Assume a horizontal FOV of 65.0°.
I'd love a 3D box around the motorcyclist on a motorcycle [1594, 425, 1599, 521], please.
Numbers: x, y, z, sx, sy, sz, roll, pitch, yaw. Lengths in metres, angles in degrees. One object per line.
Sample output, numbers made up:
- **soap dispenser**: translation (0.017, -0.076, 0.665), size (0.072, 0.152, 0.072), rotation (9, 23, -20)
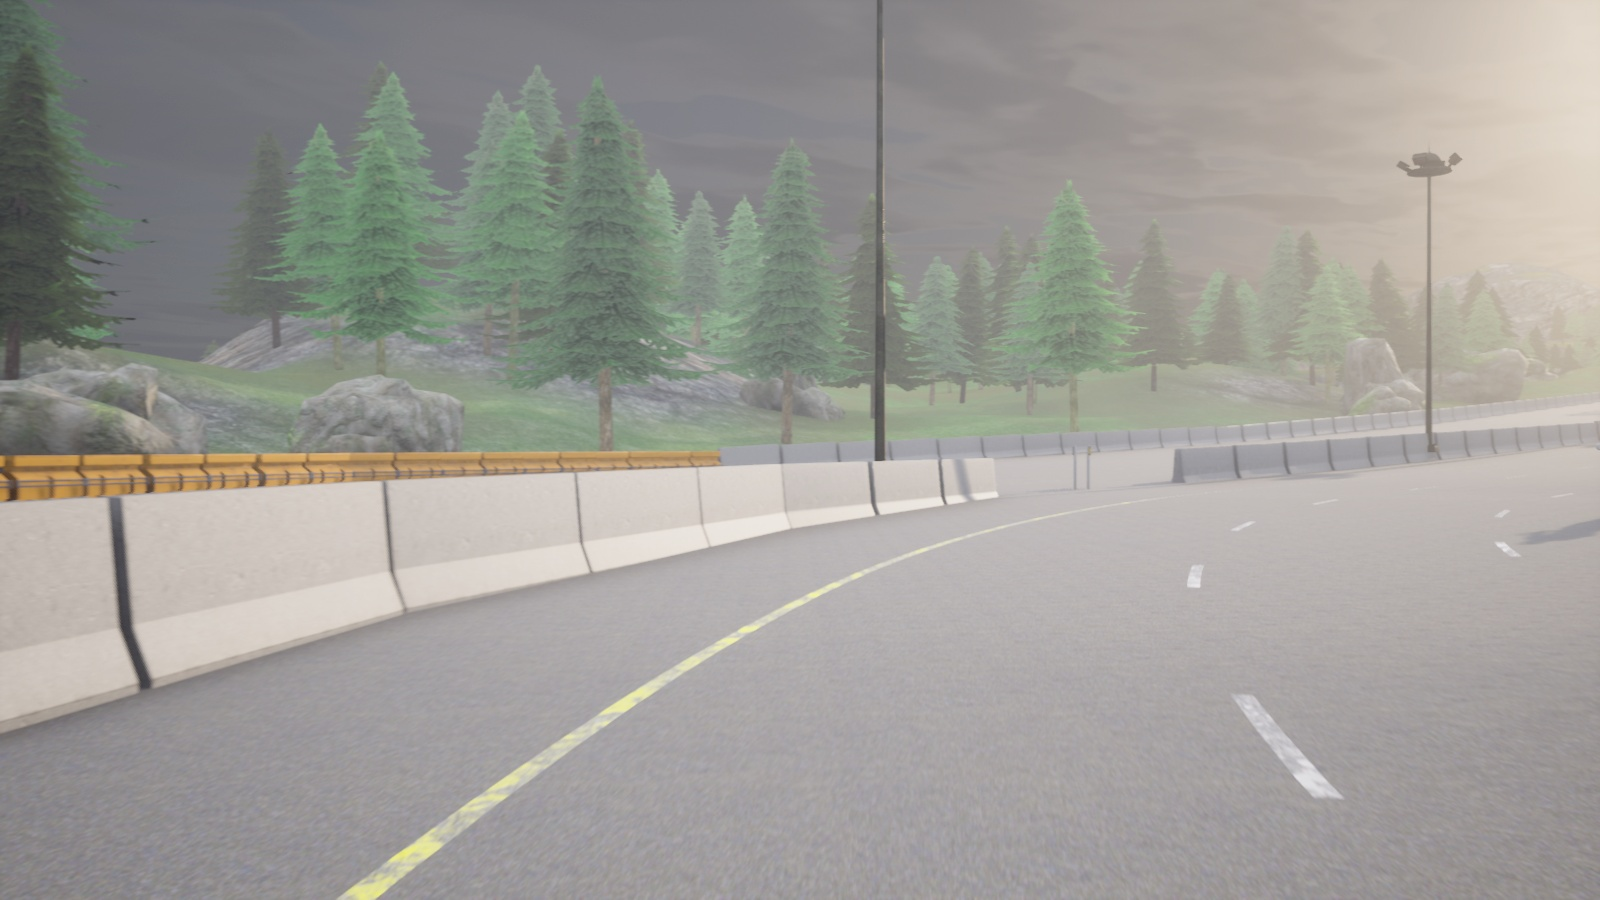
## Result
- **motorcyclist on a motorcycle**: translation (13.918, 0.368, 21.176), size (0.866, 1.590, 1.817), rotation (1, 1, 33)
